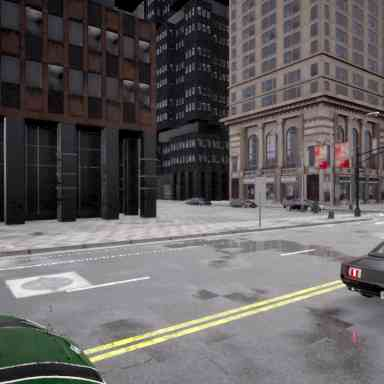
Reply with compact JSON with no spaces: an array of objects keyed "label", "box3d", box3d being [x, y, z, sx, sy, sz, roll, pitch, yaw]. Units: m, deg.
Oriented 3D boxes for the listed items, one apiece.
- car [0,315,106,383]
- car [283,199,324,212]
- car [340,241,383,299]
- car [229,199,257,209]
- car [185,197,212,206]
[{"label":"car","box3d":[-2.627,1.352,1.563,4.553,1.767,2.097,0,0,-36]},{"label":"car","box3d":[12.734,1.517,38.223,2.128,1.511,4.902,0,0,-35]},{"label":"car","box3d":[5.363,1.600,7.265,4.718,1.301,1.895,0,0,-35]},{"label":"car","box3d":[7.069,1.600,46.225,1.994,1.385,4.181,0,0,-36]},{"label":"car","box3d":[1.005,1.597,54.820,2.033,1.411,5.357,0,0,-36]}]
